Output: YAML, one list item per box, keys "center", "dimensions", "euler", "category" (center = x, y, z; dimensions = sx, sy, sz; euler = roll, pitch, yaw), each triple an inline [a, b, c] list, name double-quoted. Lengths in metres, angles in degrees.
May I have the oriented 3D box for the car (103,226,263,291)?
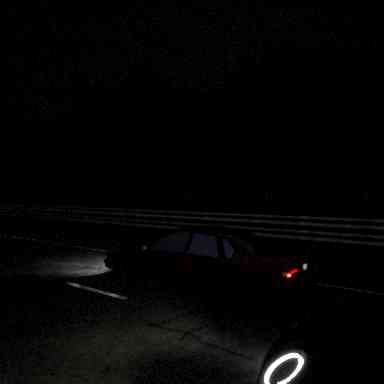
- center: [0.230, 1.550, 8.128]
  dimensions: [5.357, 1.411, 2.033]
  euler: [0, 0, 36]
  category: "car"

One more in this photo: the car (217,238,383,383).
- center: [2.672, 1.351, 2.086]
  dimensions: [4.553, 1.767, 2.097]
  euler: [0, 0, 35]
  category: "car"
